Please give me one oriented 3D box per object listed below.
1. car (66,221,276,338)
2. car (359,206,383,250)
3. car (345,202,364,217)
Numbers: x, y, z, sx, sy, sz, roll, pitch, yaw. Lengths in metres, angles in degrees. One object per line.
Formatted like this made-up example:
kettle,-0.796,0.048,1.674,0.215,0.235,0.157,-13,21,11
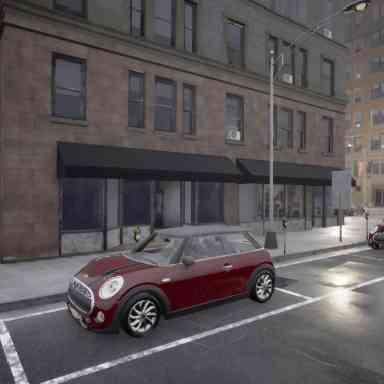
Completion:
car,-0.282,1.441,6.563,4.097,1.590,1.967,0,0,-36
car,8.648,1.445,12.963,4.097,1.590,1.967,0,0,-36
car,12.354,1.253,29.695,2.097,1.767,4.553,1,0,-36
